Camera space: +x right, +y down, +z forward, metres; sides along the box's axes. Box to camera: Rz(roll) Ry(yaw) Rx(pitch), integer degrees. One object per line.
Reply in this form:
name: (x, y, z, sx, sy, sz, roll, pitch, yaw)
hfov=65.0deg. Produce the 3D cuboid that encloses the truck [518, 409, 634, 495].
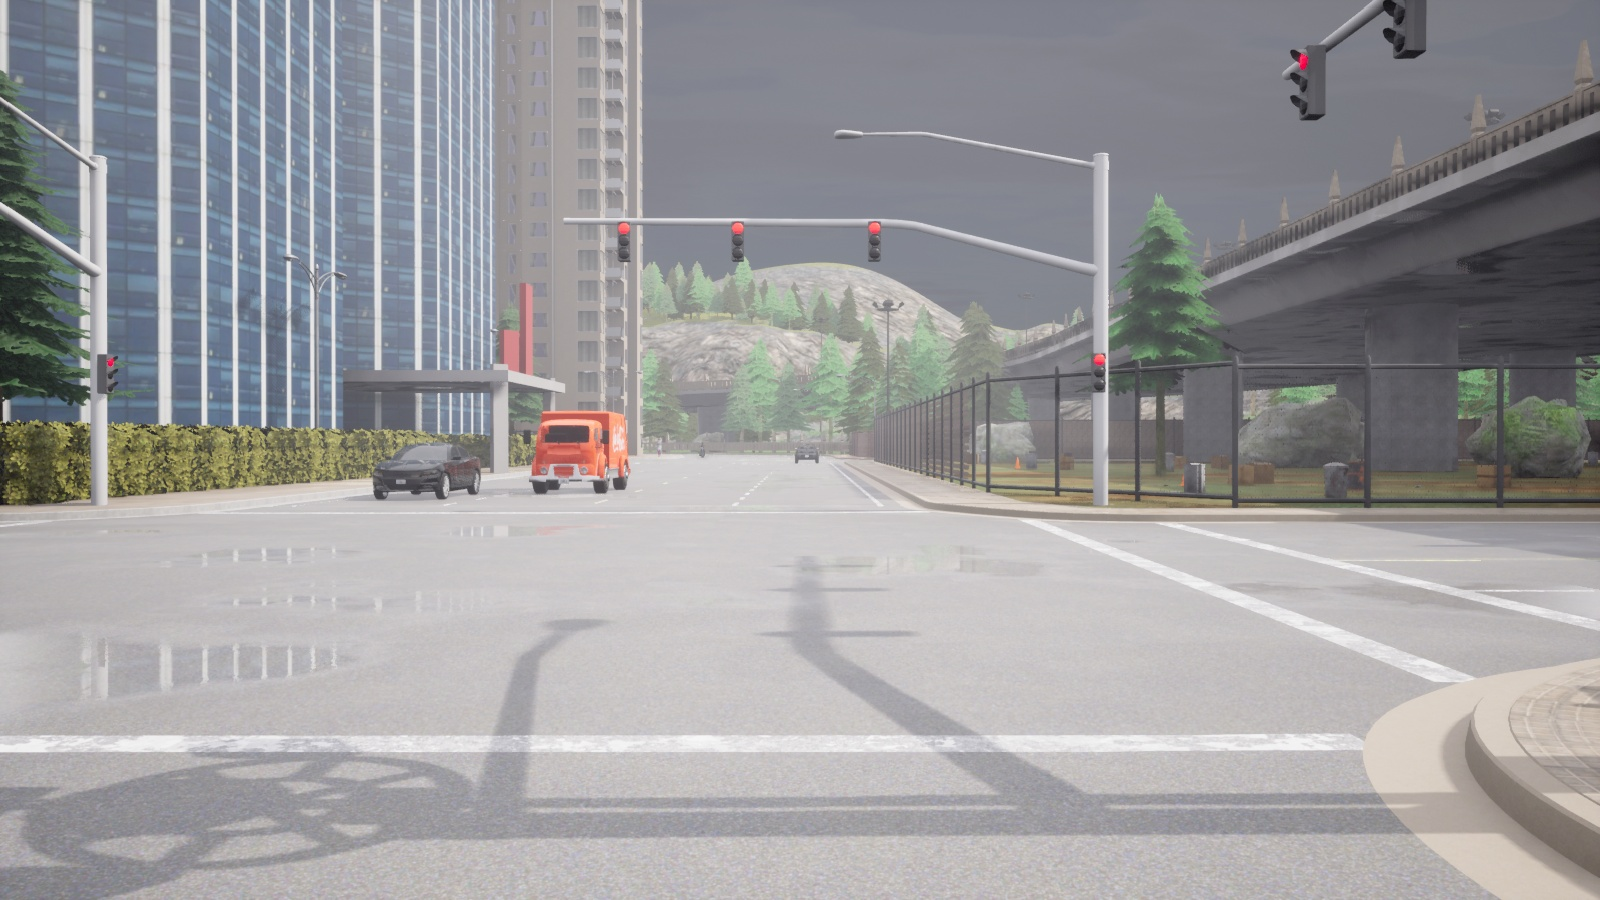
truck: (-6.780, 0.036, 38.678, 2.627, 2.467, 5.204, 0, 0, 0)

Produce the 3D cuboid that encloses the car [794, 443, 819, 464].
car: (0.509, 0.241, 93.154, 1.816, 1.474, 4.193, 0, 0, 0)

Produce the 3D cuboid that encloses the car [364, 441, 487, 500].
car: (-10.300, 0.519, 34.939, 1.882, 1.535, 5.008, 0, 0, 0)
